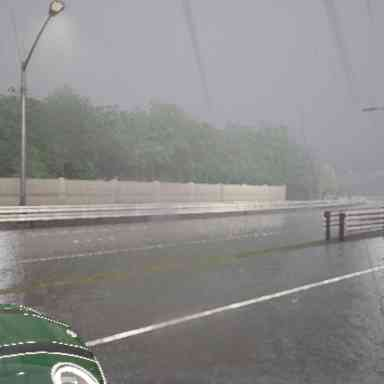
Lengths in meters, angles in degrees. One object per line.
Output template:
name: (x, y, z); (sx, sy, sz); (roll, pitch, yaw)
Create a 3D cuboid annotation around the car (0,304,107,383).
car: (-2.779, 1.345, 1.886); (4.553, 1.767, 2.097); (0, 0, -36)
